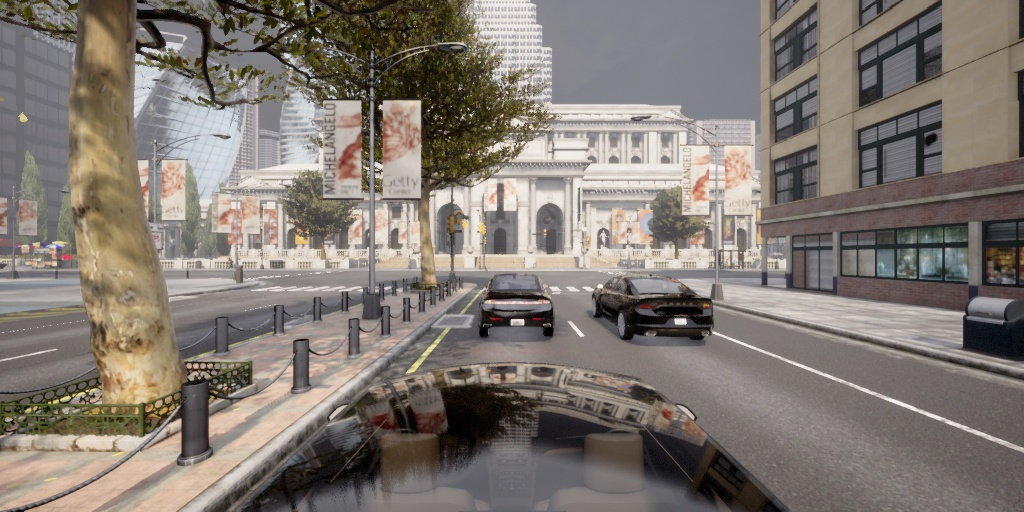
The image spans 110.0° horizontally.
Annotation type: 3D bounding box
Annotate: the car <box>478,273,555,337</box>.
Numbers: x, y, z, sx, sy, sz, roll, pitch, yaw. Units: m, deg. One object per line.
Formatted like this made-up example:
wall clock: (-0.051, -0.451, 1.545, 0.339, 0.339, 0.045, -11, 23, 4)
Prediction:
car: (0.080, 1.241, 10.286, 2.128, 1.511, 4.902, 0, 0, -1)

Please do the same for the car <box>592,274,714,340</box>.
car: (3.564, 1.228, 10.019, 1.882, 1.535, 5.008, 0, 0, 0)
